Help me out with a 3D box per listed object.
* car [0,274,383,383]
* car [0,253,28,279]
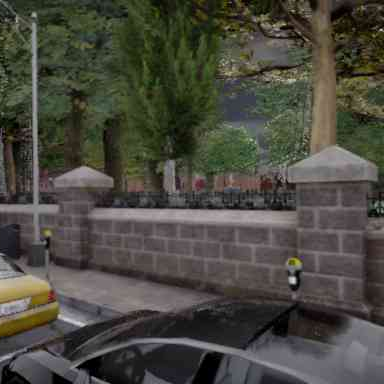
[{"bbox_3d":[0.245,1.571,2.646,4.313,1.339,1.947,0,-1,36],"label":"car"},{"bbox_3d":[-4.330,1.553,5.911,4.829,1.417,1.752,0,-1,36],"label":"car"}]
